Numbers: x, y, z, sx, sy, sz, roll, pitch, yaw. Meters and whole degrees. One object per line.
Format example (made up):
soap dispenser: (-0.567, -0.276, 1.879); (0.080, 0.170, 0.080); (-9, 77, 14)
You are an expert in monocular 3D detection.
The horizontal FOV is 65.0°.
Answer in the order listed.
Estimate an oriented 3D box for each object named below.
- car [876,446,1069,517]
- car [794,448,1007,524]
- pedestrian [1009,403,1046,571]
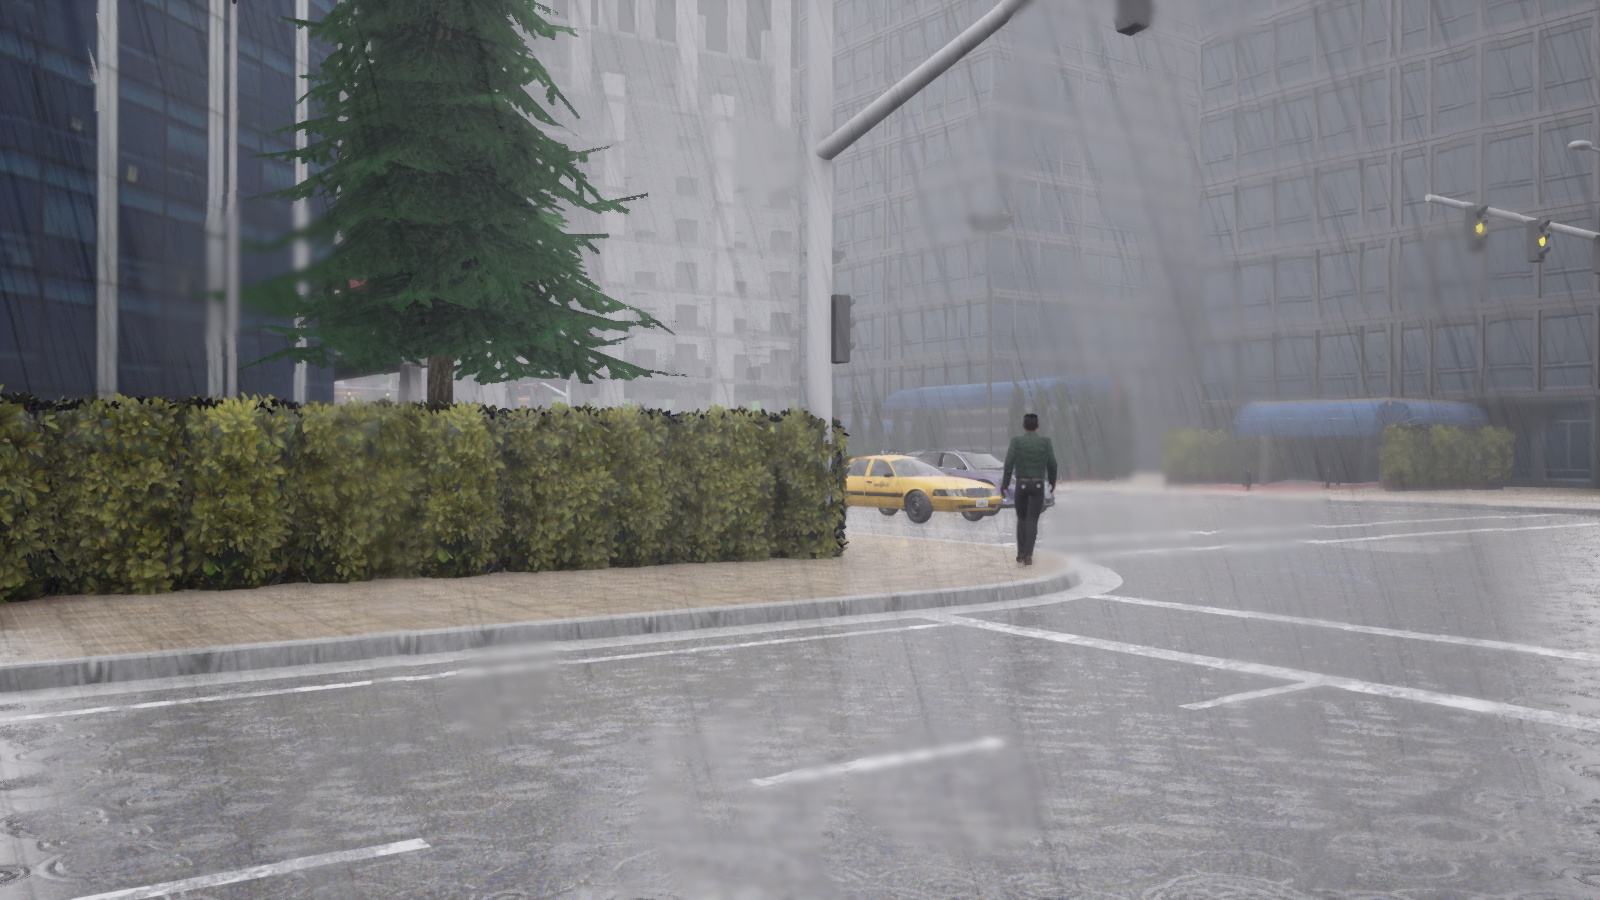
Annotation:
car: (4.245, 0.743, 31.635); (2.033, 1.649, 4.856); (0, 0, -35)
car: (2.141, 0.749, 28.553); (1.801, 1.575, 5.366); (0, 0, -35)
pedestrian: (2.702, 0.428, 14.918); (0.423, 1.949, 0.788); (0, 0, 10)
